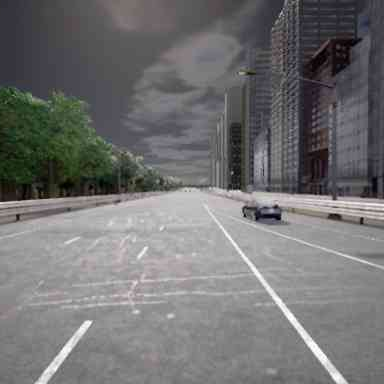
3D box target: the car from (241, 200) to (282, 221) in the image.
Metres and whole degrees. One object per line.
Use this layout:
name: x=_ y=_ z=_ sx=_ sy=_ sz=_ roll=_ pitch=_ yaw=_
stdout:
car: x=5.115 y=1.297 z=24.874 sx=2.163 sy=1.488 sz=4.792 roll=0 pitch=0 yaw=-7
